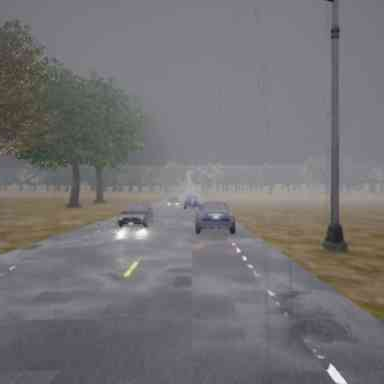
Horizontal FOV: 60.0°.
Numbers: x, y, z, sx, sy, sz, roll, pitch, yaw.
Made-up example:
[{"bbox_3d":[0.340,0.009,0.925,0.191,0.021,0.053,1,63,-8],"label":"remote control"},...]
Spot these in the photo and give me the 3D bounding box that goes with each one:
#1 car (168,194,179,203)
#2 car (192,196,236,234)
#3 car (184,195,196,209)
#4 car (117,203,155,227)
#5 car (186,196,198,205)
[{"bbox_3d":[-3.530,1.258,63.540,1.837,1.490,4.892,0,0,1],"label":"car"},{"bbox_3d":[1.221,1.295,19.064,2.097,1.767,4.553,0,0,0],"label":"car"},{"bbox_3d":[0.033,1.204,42.352,2.097,1.767,4.553,0,0,1],"label":"car"},{"bbox_3d":[-3.602,1.478,22.261,2.033,1.411,5.357,0,0,0],"label":"car"},{"bbox_3d":[-0.007,1.363,54.471,1.994,1.385,4.181,0,0,0],"label":"car"}]
